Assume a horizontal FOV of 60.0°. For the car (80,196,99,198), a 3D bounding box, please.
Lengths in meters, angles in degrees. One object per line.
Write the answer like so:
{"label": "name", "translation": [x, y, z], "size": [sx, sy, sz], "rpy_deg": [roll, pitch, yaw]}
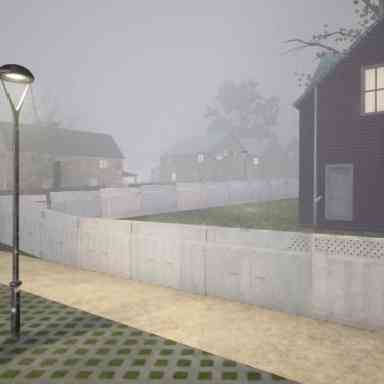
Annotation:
{"label": "car", "translation": [-7.183, 0.579, 24.993], "size": [4.718, 1.301, 1.895], "rpy_deg": [-4, 3, -40]}

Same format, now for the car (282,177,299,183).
{"label": "car", "translation": [12.859, -0.852, 37.947], "size": [5.008, 1.535, 1.882], "rpy_deg": [-4, 3, -40]}

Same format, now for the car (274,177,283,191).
{"label": "car", "translation": [11.051, -1.003, 40.238], "size": [4.553, 1.767, 2.097], "rpy_deg": [-4, 3, -40]}

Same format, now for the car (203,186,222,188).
{"label": "car", "translation": [1.525, -0.057, 32.292], "size": [4.718, 1.301, 1.895], "rpy_deg": [-4, 3, -40]}
